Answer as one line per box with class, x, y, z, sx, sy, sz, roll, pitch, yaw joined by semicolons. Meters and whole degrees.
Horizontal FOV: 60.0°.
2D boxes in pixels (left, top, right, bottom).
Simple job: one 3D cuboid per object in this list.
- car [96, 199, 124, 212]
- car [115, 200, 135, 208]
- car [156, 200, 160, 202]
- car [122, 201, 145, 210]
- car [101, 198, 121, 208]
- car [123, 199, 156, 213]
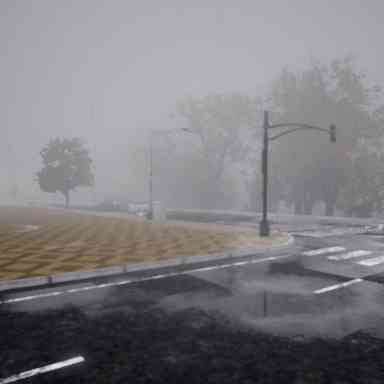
car;-11.264;1.984;44.796;1.895;1.301;4.718;2;-1;-36
car;-12.850;2.249;63.799;1.837;1.490;4.892;2;-1;-36
car;-6.914;2.008;55.663;2.097;1.767;4.553;2;-1;-35
car;-9.468;2.183;53.637;1.895;1.301;4.718;2;-1;-35
car;-14.979;2.018;61.202;2.097;1.767;4.553;2;-1;-36
car;-7.042;1.955;44.486;1.812;1.442;4.674;2;-1;-36
